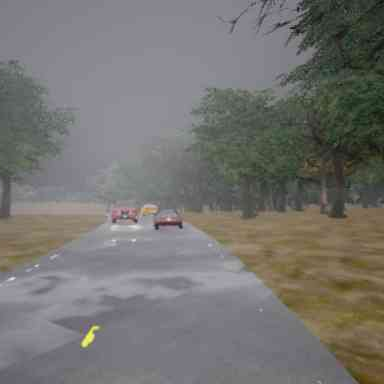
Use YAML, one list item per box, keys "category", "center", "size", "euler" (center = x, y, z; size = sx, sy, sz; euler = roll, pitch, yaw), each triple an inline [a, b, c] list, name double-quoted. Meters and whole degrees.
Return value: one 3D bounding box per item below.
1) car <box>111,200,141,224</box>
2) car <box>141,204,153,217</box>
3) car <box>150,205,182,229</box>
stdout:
- category: "car"
  center: [-5.904, 1.689, 29.542]
  size: [2.150, 2.045, 5.566]
  euler: [0, -2, -11]
- category: "car"
  center: [-5.493, 2.312, 42.654]
  size: [1.882, 1.535, 5.008]
  euler: [0, -2, -14]
- category: "car"
  center: [-1.844, 1.869, 24.438]
  size: [1.994, 1.385, 4.181]
  euler: [0, -1, -8]
